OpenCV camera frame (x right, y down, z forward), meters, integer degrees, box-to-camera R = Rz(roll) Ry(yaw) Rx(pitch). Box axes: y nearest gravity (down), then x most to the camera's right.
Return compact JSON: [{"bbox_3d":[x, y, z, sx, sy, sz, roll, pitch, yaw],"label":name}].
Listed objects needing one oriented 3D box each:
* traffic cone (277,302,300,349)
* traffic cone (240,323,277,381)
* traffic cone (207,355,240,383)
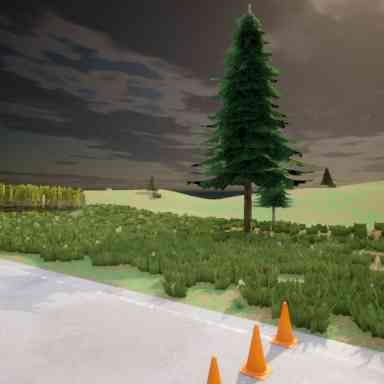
[{"bbox_3d":[1.395,1.955,4.995,0.340,0.580,0.340,0,0,36],"label":"traffic cone"},{"bbox_3d":[0.810,1.955,4.184,0.340,0.580,0.340,0,0,36],"label":"traffic cone"},{"bbox_3d":[0.226,1.955,3.372,0.340,0.580,0.340,0,0,36],"label":"traffic cone"}]
